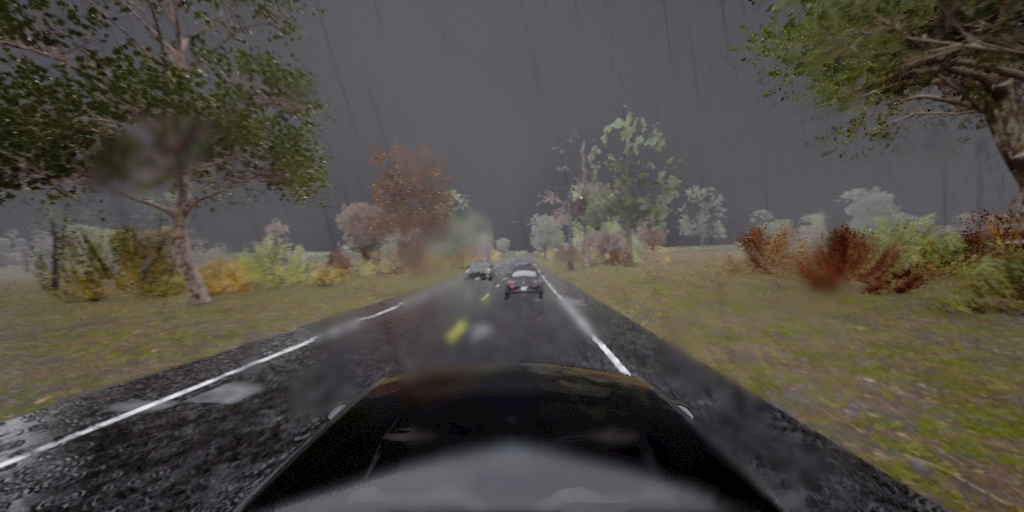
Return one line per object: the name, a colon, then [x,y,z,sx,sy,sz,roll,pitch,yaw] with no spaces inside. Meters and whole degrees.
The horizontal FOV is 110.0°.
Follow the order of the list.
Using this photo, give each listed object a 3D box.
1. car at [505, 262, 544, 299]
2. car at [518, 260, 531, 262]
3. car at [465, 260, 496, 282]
car: [0.633,1.252,18.078,1.812,1.442,4.674,-1,0,2]
car: [1.266,1.186,35.683,2.128,1.511,4.902,-1,0,2]
car: [-2.543,1.148,29.493,2.097,1.767,4.553,-1,0,2]
